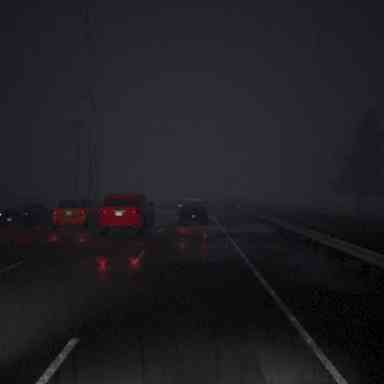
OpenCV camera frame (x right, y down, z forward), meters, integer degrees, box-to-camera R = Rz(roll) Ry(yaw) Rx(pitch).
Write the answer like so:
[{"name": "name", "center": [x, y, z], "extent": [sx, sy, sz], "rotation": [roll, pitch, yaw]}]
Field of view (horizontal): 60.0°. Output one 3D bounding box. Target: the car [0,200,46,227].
[{"name": "car", "center": [-10.402, 1.379, 21.327], "extent": [1.812, 1.442, 4.674], "rotation": [0, 0, 0]}]

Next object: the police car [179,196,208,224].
[{"name": "police car", "center": [0.098, 1.265, 23.332], "extent": [1.930, 1.638, 5.238], "rotation": [0, 1, 0]}]

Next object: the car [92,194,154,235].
[{"name": "car", "center": [-3.401, 1.097, 18.125], "extent": [2.150, 2.045, 5.566], "rotation": [0, 0, 0]}]

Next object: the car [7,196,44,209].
[{"name": "car", "center": [-21.094, 1.256, 42.474], "extent": [2.033, 1.411, 5.357], "rotation": [0, 0, 0]}]

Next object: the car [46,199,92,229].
[{"name": "car", "center": [-6.902, 1.210, 20.722], "extent": [2.097, 1.767, 4.553], "rotation": [0, 0, 0]}]

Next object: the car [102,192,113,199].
[{"name": "car", "center": [-21.455, 0.898, 84.502], "extent": [1.882, 1.535, 5.008], "rotation": [0, 0, -3]}]

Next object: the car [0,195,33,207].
[{"name": "car", "center": [-24.582, 1.228, 46.677], "extent": [2.033, 1.411, 5.357], "rotation": [0, 0, 0]}]

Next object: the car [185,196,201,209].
[{"name": "car", "center": [0.096, 1.244, 41.027], "extent": [1.812, 1.442, 4.674], "rotation": [0, 1, 0]}]
